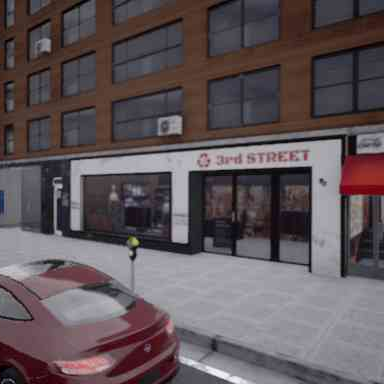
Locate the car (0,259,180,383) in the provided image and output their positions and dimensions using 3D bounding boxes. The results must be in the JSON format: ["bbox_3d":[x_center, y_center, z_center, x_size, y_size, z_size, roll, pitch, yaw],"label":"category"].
[{"bbox_3d":[-2.076,1.554,4.286,4.206,1.307,1.802,0,0,35],"label":"car"}]
